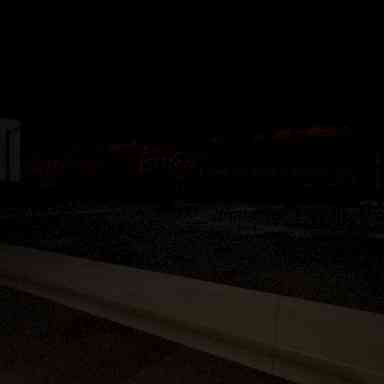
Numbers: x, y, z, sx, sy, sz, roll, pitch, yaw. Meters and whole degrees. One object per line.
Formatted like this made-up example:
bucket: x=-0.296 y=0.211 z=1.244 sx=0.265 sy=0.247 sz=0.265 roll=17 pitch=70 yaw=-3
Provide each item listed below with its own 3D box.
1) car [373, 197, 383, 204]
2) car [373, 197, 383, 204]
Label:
car: x=37.548 y=1.576 z=65.367 sx=1.853 sy=1.218 sz=4.536 roll=1 pitch=1 yaw=6
car: x=37.541 y=1.734 z=65.317 sx=2.038 sy=1.542 sz=4.974 roll=1 pitch=1 yaw=6
